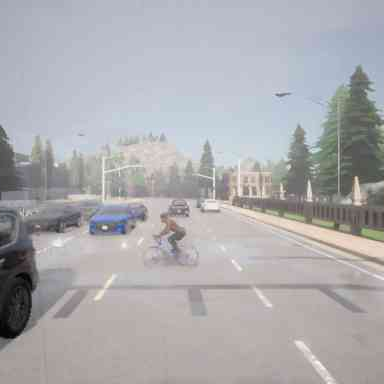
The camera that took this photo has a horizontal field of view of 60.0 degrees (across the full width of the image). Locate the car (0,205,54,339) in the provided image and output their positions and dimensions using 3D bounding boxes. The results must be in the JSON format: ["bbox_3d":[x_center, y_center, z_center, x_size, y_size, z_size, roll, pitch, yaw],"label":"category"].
[{"bbox_3d":[-3.695,1.222,3.632,2.150,2.045,5.566,0,0,-2],"label":"car"}]

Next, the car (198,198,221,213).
[{"bbox_3d":[2.017,1.526,37.190,1.812,1.442,4.674,0,0,-3],"label":"car"}]

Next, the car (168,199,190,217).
[{"bbox_3d":[-1.215,1.491,31.171,2.128,1.511,4.902,0,0,-2],"label":"car"}]

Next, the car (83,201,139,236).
[{"bbox_3d":[-4.368,1.477,18.777,1.882,1.535,5.008,0,0,-2],"label":"car"}]

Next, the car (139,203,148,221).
[{"bbox_3d":[-4.617,1.564,26.653,1.994,1.385,4.181,0,0,-3],"label":"car"}]

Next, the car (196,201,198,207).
[{"bbox_3d":[1.602,1.547,46.767,2.033,1.411,5.357,0,0,-3],"label":"car"}]

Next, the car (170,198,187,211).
[{"bbox_3d":[-1.719,1.547,42.523,2.033,1.411,5.357,0,0,-3],"label":"car"}]

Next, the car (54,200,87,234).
[{"bbox_3d":[-7.892,1.477,19.307,1.882,1.535,5.008,0,0,-2],"label":"car"}]

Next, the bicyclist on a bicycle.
[{"bbox_3d":[-0.638,1.455,9.813,1.656,1.620,0.582,-2,0,-3],"label":"bicyclist on a bicycle"}]

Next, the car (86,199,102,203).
[{"bbox_3d":[-8.115,1.418,26.529,2.097,1.767,4.553,0,0,-3],"label":"car"}]
